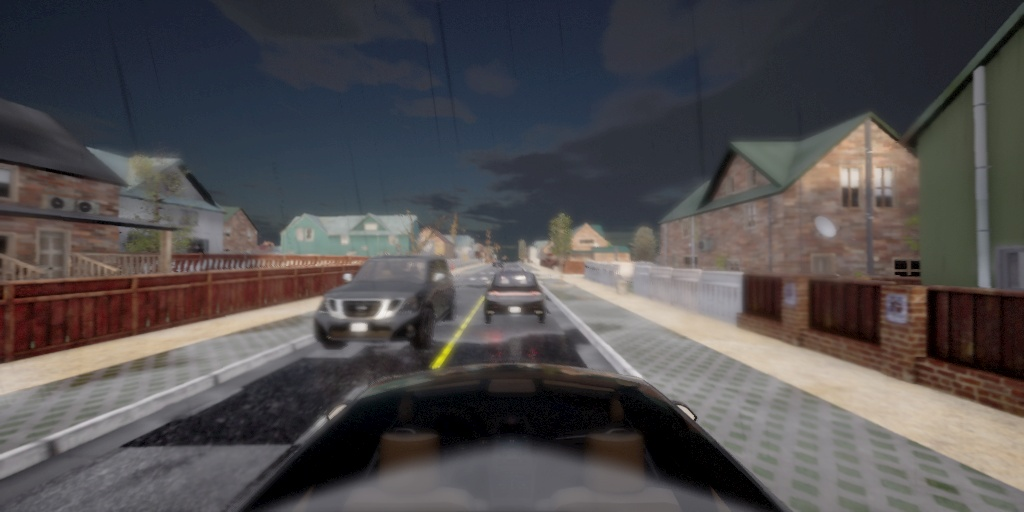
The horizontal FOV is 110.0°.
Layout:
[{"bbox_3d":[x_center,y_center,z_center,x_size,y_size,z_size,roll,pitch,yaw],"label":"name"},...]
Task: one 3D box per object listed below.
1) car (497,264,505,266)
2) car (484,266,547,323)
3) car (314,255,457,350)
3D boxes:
[{"bbox_3d":[0.086,1.408,24.098,1.895,1.301,4.718,0,0,0],"label":"car"},{"bbox_3d":[0.093,1.264,12.198,2.128,1.511,4.902,0,0,0],"label":"car"},{"bbox_3d":[-2.847,0.987,9.463,2.150,2.045,5.566,0,0,0],"label":"car"}]
